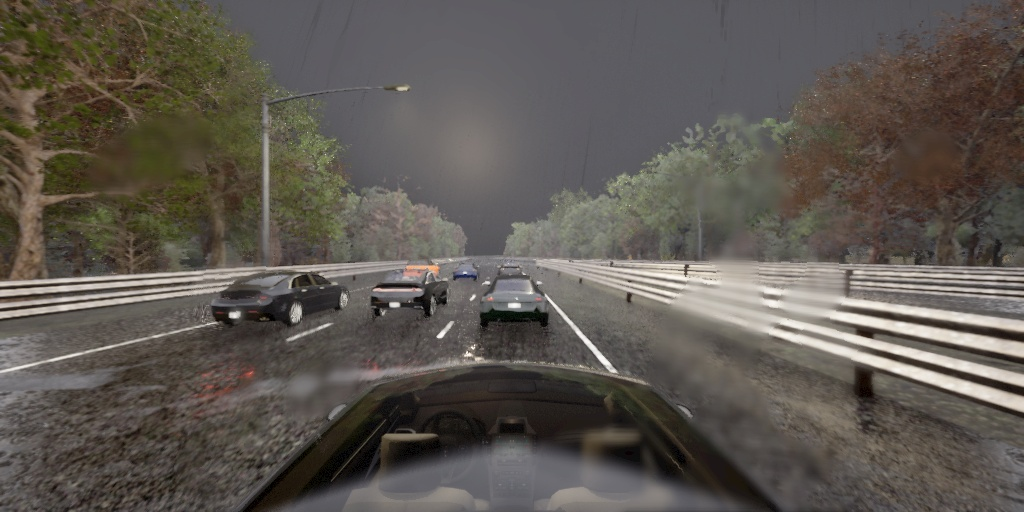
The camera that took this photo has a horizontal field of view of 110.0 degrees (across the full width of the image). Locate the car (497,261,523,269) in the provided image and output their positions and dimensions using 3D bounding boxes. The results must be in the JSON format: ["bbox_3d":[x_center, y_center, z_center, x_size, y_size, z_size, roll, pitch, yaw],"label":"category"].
[{"bbox_3d":[-0.168,1.175,29.085,2.128,1.511,4.902,0,0,-1],"label":"car"}]

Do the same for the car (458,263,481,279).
[{"bbox_3d":[-3.682,1.247,29.861,1.994,1.385,4.181,0,0,-1],"label":"car"}]

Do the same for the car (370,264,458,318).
[{"bbox_3d":[-3.456,1.212,12.932,2.128,1.511,4.902,0,0,0],"label":"car"}]

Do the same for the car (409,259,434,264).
[{"bbox_3d":[-7.167,1.038,28.895,2.097,1.767,4.553,0,0,-1],"label":"car"}]

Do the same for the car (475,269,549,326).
[{"bbox_3d":[0.053,1.287,11.573,1.994,1.385,4.181,0,0,0],"label":"car"}]

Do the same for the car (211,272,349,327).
[{"bbox_3d":[-6.944,1.230,11.402,1.837,1.490,4.892,0,0,0],"label":"car"}]
